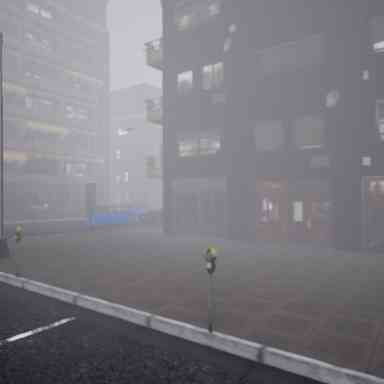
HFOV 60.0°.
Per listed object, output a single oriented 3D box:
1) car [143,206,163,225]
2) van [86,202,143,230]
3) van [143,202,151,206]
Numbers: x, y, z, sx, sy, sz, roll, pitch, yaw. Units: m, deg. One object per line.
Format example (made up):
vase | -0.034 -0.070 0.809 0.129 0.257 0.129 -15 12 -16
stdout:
car | -2.794 2.132 29.173 1.947 1.339 4.313 -2 -2 35
van | -5.868 1.800 24.567 1.690 1.788 3.998 -2 -2 35
van | -6.419 2.043 38.488 1.690 1.788 3.998 -2 -2 35
